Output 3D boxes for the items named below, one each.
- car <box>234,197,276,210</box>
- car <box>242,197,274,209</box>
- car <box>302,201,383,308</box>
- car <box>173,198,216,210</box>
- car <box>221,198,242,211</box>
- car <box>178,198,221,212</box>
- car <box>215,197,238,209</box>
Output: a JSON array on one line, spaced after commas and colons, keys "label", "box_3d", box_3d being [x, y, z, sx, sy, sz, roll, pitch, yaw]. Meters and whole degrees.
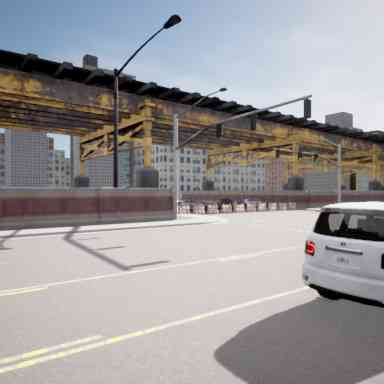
[{"label": "car", "box_3d": [8.052, 1.443, 42.975, 4.974, 1.542, 2.038, 0, 0, -7]}, {"label": "car", "box_3d": [8.000, 1.285, 42.969, 4.536, 1.218, 1.853, 0, 0, -7]}, {"label": "car", "box_3d": [4.732, 1.219, 7.133, 5.566, 2.045, 2.150, 0, 0, -35]}, {"label": "car", "box_3d": [0.330, 1.289, 36.556, 4.536, 1.218, 1.853, 0, 0, 8]}, {"label": "car", "box_3d": [4.132, 1.445, 39.225, 2.038, 1.542, 4.974, 0, 0, 18]}, {"label": "car", "box_3d": [0.381, 1.446, 36.549, 4.974, 1.542, 2.038, 0, 0, 8]}, {"label": "car", "box_3d": [4.148, 1.287, 39.275, 1.853, 1.218, 4.536, 0, 0, 18]}]
